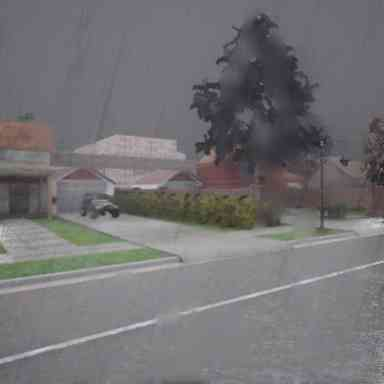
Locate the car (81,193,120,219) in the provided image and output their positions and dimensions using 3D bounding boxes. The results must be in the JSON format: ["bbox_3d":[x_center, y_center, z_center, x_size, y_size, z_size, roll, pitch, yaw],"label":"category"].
[{"bbox_3d":[-6.907,0.997,24.685,1.905,1.878,3.866,0,0,-35],"label":"car"}]
